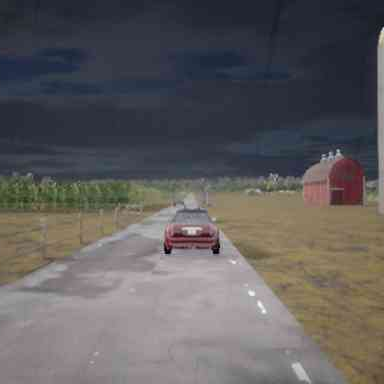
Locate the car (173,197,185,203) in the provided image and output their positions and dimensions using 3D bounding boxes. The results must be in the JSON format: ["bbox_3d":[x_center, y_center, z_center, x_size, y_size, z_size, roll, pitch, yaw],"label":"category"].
[{"bbox_3d":[-2.784,2.066,71.740,2.150,2.045,5.566,0,-1,0],"label":"car"}]

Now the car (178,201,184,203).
[{"bbox_3d":[-0.009,1.815,29.304,2.128,1.511,4.902,0,-1,0],"label":"car"}]

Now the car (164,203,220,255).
[{"bbox_3d":[-0.003,1.492,14.086,2.097,1.767,4.553,0,-1,0],"label":"car"}]
